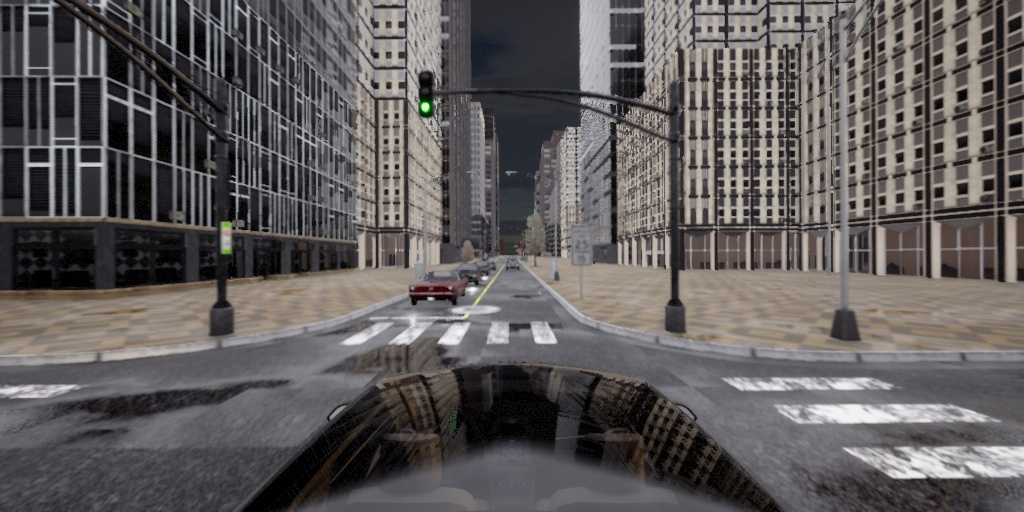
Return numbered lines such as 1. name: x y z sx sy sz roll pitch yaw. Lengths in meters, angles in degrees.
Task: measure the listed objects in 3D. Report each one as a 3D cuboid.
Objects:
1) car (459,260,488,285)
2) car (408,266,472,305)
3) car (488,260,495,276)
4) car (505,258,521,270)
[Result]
1. car: -3.091 1.211 25.552 2.033 1.411 5.357 0 0 0
2. car: -3.086 1.303 15.782 1.895 1.301 4.718 0 0 -1
3. car: -3.079 1.172 35.625 2.033 1.411 5.357 0 0 0
4. car: 0.117 1.112 46.754 2.033 1.411 5.357 0 0 0
